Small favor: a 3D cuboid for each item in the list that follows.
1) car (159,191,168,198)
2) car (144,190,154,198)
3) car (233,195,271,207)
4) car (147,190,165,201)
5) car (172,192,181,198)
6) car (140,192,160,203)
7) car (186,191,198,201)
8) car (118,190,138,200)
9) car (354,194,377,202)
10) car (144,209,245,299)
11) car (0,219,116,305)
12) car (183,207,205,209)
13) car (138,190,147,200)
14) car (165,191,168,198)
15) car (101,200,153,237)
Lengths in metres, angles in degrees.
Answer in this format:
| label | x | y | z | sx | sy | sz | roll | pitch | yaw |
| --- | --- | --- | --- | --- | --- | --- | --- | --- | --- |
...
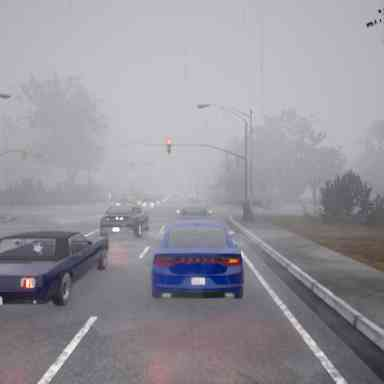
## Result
| label | x | y | z | sx | sy | sz | roll | pitch | yaw |
| --- | --- | --- | --- | --- | --- | --- | --- | --- | --- |
| car | -7.300 | 0.565 | 84.477 | 2.097 | 1.767 | 4.553 | 0 | 1 | -3 |
| car | -10.789 | 0.439 | 84.178 | 2.150 | 2.045 | 5.566 | 0 | 1 | -3 |
| car | 7.695 | 1.175 | 42.759 | 4.892 | 1.490 | 1.837 | 0 | 1 | 3 |
| car | -6.963 | 0.951 | 64.217 | 1.882 | 1.535 | 5.008 | 0 | 1 | 0 |
| car | -3.854 | 0.735 | 85.559 | 2.033 | 1.411 | 5.357 | 0 | 1 | -4 |
| car | -7.005 | 1.123 | 55.409 | 1.994 | 1.385 | 4.181 | 0 | 1 | 0 |
| car | 0.175 | 0.975 | 66.552 | 1.812 | 1.442 | 4.674 | 0 | 1 | 0 |
| car | -10.534 | 0.926 | 53.799 | 2.097 | 1.767 | 4.553 | 0 | 1 | 1 |
| car | 22.247 | 1.018 | 43.212 | 4.553 | 1.767 | 2.097 | 0 | 1 | -3 |
| car | 0.114 | 1.445 | 8.488 | 1.882 | 1.535 | 5.008 | 0 | 0 | 0 |
| car | -3.387 | 1.572 | 7.942 | 1.895 | 1.301 | 4.718 | 0 | 0 | 0 |
| car | 0.127 | 1.457 | 17.470 | 1.994 | 1.385 | 4.181 | 0 | 0 | 0 |
| car | -10.461 | 0.704 | 63.383 | 2.150 | 2.045 | 5.566 | 0 | 1 | 0 |
| car | -6.982 | 0.952 | 74.243 | 1.895 | 1.301 | 4.718 | 0 | 1 | -1 |
| car | -3.373 | 1.401 | 17.194 | 1.837 | 1.490 | 4.892 | 0 | 0 | 0 |
